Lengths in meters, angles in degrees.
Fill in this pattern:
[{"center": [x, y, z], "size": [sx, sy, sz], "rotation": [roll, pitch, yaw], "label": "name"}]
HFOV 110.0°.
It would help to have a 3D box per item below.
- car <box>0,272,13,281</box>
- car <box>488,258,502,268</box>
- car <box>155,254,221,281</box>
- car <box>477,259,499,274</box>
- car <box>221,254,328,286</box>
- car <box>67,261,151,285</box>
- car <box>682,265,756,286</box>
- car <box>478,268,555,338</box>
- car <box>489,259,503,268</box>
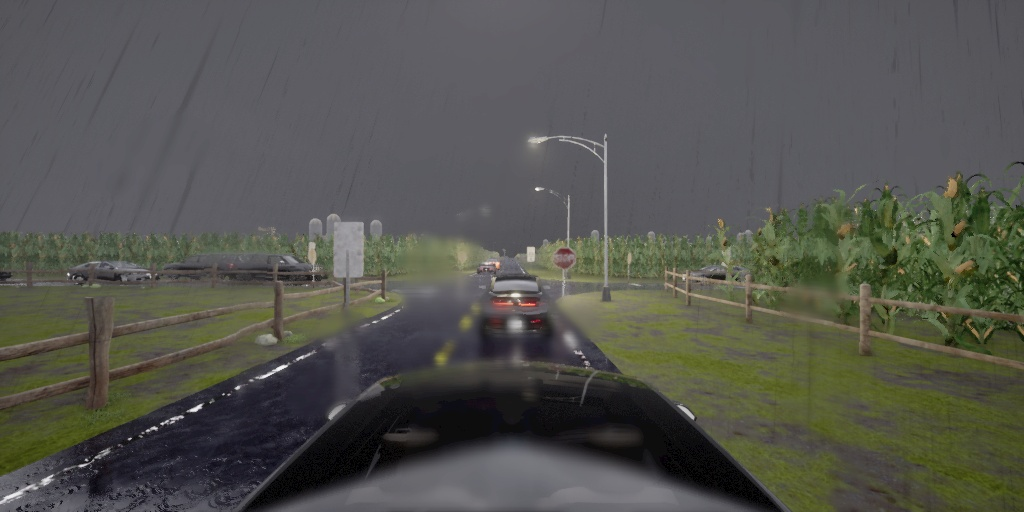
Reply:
[{"center": [-36.159, 1.143, 23.525], "size": [4.718, 1.301, 1.895], "rotation": [0, -1, 1], "label": "car"}, {"center": [-2.777, 1.086, 50.982], "size": [2.097, 1.767, 4.553], "rotation": [0, 0, 0], "label": "car"}, {"center": [-22.337, 0.863, 26.321], "size": [5.566, 2.045, 2.150], "rotation": [0, -1, 1], "label": "car"}, {"center": [-2.802, 1.304, 40.892], "size": [1.994, 1.385, 4.181], "rotation": [0, 0, 0], "label": "car"}, {"center": [-15.080, 0.877, 23.340], "size": [5.566, 2.045, 2.150], "rotation": [0, -1, -1], "label": "car"}, {"center": [-25.875, 1.086, 23.407], "size": [4.902, 1.511, 2.128], "rotation": [0, -1, 1], "label": "car"}, {"center": [14.874, 1.361, 25.897], "size": [4.902, 1.511, 2.128], "rotation": [0, -1, 1], "label": "car"}, {"center": [0.108, 1.256, 10.248], "size": [1.837, 1.490, 4.892], "rotation": [0, 0, 0], "label": "car"}, {"center": [-2.753, 1.216, 61.291], "size": [2.128, 1.511, 4.902], "rotation": [0, 0, 0], "label": "car"}]
